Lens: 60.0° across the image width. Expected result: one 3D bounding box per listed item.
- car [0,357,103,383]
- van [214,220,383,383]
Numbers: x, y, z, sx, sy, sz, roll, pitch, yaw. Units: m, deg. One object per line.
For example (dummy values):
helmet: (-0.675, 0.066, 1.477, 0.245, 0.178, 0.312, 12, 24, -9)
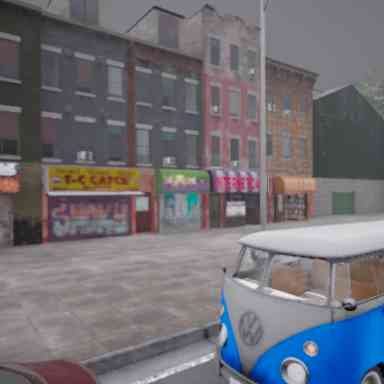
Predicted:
car: (-2.291, 1.588, 1.176, 4.206, 1.307, 1.802, 0, 0, -36)
van: (2.156, 1.323, 4.350, 3.998, 1.788, 1.690, 0, 0, -36)
